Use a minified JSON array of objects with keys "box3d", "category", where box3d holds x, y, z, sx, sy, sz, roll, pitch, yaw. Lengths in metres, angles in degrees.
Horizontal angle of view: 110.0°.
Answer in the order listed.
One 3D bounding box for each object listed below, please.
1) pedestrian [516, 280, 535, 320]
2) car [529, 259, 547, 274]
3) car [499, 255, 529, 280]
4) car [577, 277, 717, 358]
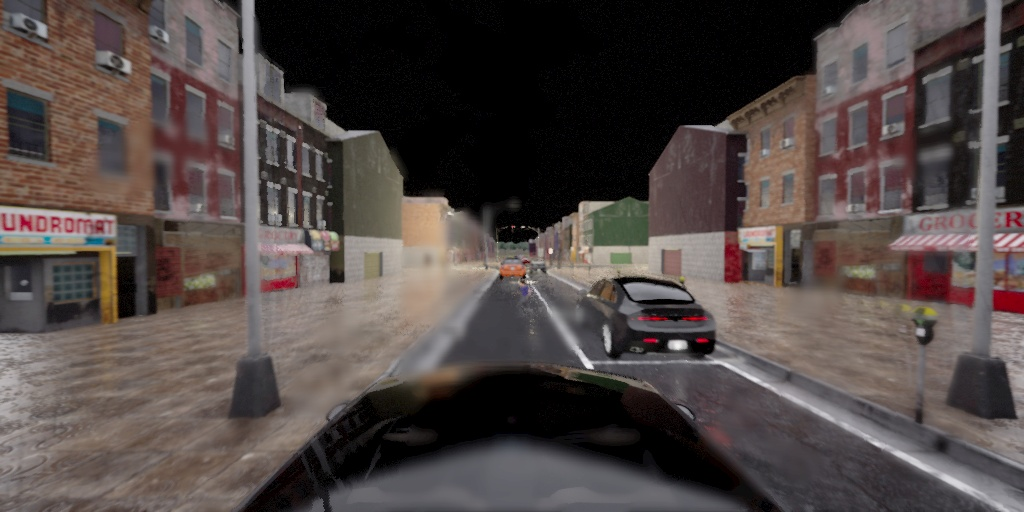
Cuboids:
[{"box3d":[0.417,1.273,10.893,0.375,1.300,0.375,-1,2,-10],"category":"pedestrian"},{"box3d":[2.645,1.114,37.184,2.007,1.370,4.403,0,0,0],"category":"car"},{"box3d":[0.072,0.954,29.617,2.097,1.767,4.553,0,0,0],"category":"car"},{"box3d":[2.751,1.218,8.369,1.837,1.490,4.892,0,0,0],"category":"car"}]
